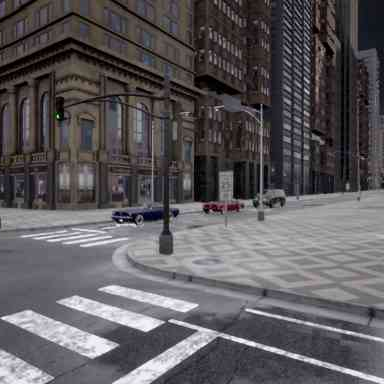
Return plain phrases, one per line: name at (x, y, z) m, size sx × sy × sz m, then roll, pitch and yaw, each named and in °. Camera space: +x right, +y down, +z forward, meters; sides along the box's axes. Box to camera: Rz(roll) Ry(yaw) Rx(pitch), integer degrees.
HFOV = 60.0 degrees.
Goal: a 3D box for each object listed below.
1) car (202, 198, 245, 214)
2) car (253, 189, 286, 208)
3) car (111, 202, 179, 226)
car at (2.859, 1.218, 29.740) m, size 1.895 × 1.301 × 4.718 m, roll 0°, pitch 1°, yaw 35°
car at (8.998, 0.697, 38.346) m, size 2.150 × 2.045 × 5.566 m, roll 0°, pitch 1°, yaw 36°
car at (-2.943, 1.351, 21.606) m, size 1.895 × 1.301 × 4.718 m, roll 0°, pitch 1°, yaw 36°
